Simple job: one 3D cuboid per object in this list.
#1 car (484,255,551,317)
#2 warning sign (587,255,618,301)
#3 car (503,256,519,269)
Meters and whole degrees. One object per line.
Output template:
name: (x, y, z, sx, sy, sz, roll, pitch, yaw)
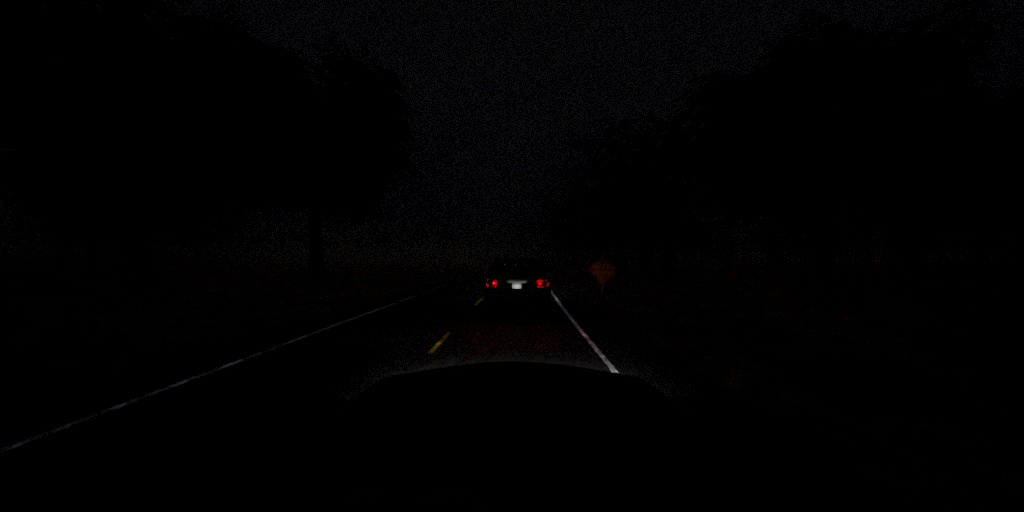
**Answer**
car: (0.261, 0.991, 13.417, 2.150, 2.045, 5.566, 0, 0, 2)
warning sign: (3.822, 0.890, 15.276, 1.300, 1.860, 1.060, 0, 0, 2)
car: (-0.109, 0.989, 60.672, 2.150, 2.045, 5.566, 0, 0, 5)
